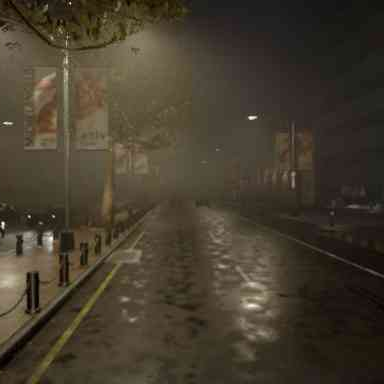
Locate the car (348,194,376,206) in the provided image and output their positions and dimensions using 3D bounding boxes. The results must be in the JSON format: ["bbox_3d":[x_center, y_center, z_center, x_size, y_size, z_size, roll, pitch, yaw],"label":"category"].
[{"bbox_3d":[20.778,1.005,41.306,2.161,1.482,4.786,0,0,-3],"label":"car"}]

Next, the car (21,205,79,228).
[{"bbox_3d":[-9.161,1.549,22.167,1.895,1.301,4.718,0,0,-3],"label":"car"}]

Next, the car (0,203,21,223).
[{"bbox_3d":[-12.645,1.470,21.766,2.128,1.511,4.902,0,0,-3],"label":"car"}]

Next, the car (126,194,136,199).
[{"bbox_3d":[-15.944,1.184,87.230,1.994,1.385,4.181,0,0,-3],"label":"car"}]

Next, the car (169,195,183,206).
[{"bbox_3d":[-2.420,1.211,49.890,1.882,1.535,5.008,0,0,-3],"label":"car"}]

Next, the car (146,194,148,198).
[{"bbox_3d":[-12.449,1.102,87.409,1.837,1.490,4.892,0,0,-3],"label":"car"}]

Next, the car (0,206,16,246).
[{"bbox_3d":[-8.673,1.506,12.146,1.837,1.490,4.892,0,0,-3],"label":"car"}]

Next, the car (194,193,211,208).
[{"bbox_3d":[1.398,1.283,44.079,2.033,1.411,5.357,0,0,-3],"label":"car"}]
